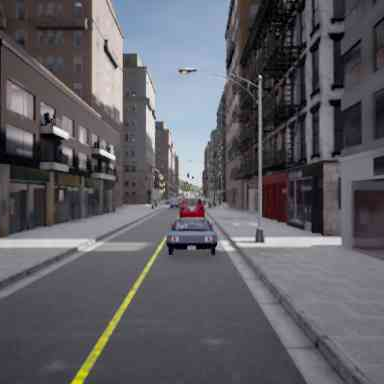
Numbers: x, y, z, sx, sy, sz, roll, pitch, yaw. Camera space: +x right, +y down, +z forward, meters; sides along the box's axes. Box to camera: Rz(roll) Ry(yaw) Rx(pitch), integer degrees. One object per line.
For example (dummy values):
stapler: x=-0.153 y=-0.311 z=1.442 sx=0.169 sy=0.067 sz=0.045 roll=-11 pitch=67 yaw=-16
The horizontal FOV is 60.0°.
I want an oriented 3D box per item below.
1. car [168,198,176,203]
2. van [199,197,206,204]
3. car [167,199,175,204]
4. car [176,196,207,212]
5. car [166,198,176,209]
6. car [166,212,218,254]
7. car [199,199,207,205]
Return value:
car: x=-5.403 y=2.402 z=91.650 sx=1.947 sy=1.339 sz=4.313 roll=0 pitch=0 yaw=0
van: x=2.623 y=2.128 z=85.970 sx=1.690 sy=1.788 sz=3.998 roll=0 pitch=0 yaw=0
car: x=-5.402 y=2.369 z=85.967 sx=1.802 sy=1.307 sz=4.206 roll=0 pitch=0 yaw=0
car: x=-0.004 y=1.492 z=29.012 sx=2.150 sy=2.045 sz=5.566 roll=0 pitch=0 yaw=0
car: x=-2.760 y=2.075 z=56.755 sx=2.033 sy=1.411 sz=5.357 roll=0 pitch=-1 yaw=0
car: x=-0.001 y=1.735 z=14.113 sx=1.895 sy=1.301 sz=4.718 roll=0 pitch=-1 yaw=0
car: x=2.624 y=2.288 z=80.287 sx=2.008 sy=1.369 sz=4.403 roll=0 pitch=0 yaw=0
